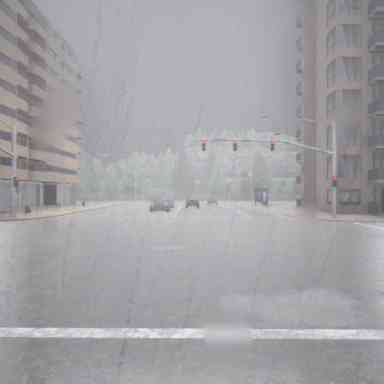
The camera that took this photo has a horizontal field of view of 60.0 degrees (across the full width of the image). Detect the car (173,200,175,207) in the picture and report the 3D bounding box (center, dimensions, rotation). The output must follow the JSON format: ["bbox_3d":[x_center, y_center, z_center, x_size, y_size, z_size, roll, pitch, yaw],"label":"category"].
[{"bbox_3d":[-3.606,1.505,48.061,1.837,1.490,4.892,0,0,0],"label":"car"}]

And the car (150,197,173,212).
[{"bbox_3d":[-3.614,1.352,38.279,2.097,1.767,4.553,0,0,0],"label":"car"}]

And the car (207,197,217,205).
[{"bbox_3d":[3.720,1.547,60.779,2.033,1.411,5.357,0,0,4],"label":"car"}]

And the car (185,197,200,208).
[{"bbox_3d":[0.065,1.504,48.456,1.837,1.490,4.892,0,0,0],"label":"car"}]
